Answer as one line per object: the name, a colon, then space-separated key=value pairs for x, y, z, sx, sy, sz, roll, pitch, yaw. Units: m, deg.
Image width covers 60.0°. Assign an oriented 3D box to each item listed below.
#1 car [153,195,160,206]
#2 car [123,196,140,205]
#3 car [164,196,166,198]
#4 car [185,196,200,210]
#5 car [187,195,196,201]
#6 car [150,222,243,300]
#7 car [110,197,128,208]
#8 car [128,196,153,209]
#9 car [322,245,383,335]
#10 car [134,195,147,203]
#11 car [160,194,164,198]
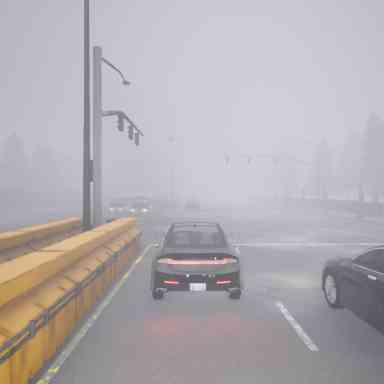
car: x=-7.155 y=1.547 z=55.983 sx=2.033 sy=1.411 sz=5.357 roll=0 pitch=0 yaw=0
car: x=-10.647 y=1.492 z=58.982 sx=2.128 sy=1.511 sz=4.902 roll=0 pitch=0 yaw=0
car: x=-7.091 y=1.355 z=75.772 sx=2.097 sy=1.767 sz=4.553 roll=0 pitch=0 yaw=0
car: x=0.093 y=1.525 z=43.420 sx=1.812 sy=1.442 sz=4.674 roll=1 pitch=0 yaw=1
car: x=-0.098 y=1.553 z=81.452 sx=1.994 sy=1.385 sz=4.181 roll=0 pitch=0 yaw=0
car: x=0.074 y=1.492 z=8.401 sx=2.128 sy=1.511 sz=4.902 roll=0 pitch=0 yaw=-1
car: x=-10.657 y=1.547 z=49.196 sx=2.033 sy=1.411 sz=5.357 roll=0 pitch=0 yaw=0
car: x=-7.154 y=1.352 z=46.508 sx=2.097 sy=1.767 sz=4.553 roll=0 pitch=0 yaw=0
car: x=3.595 y=1.505 z=4.989 sx=1.837 sy=1.490 sz=4.892 roll=0 pitch=0 yaw=0
car: x=-10.583 y=1.478 z=69.071 sx=1.882 sy=1.535 sz=5.008 roll=0 pitch=0 yaw=0
car: x=-7.116 y=1.526 z=65.796 sx=1.812 sy=1.442 sz=4.674 roll=0 pitch=0 yaw=0
